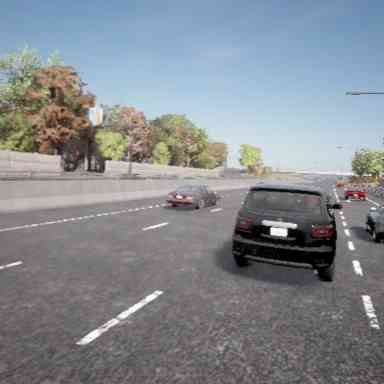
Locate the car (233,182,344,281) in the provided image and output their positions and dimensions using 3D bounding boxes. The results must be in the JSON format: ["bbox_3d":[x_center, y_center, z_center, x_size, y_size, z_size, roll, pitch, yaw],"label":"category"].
[{"bbox_3d":[2.746,0.785,9.033,2.150,2.045,5.566,4,4,23],"label":"car"}]

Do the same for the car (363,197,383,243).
[{"bbox_3d":[8.102,1.162,13.091,1.994,1.385,4.181,4,4,23],"label":"car"}]

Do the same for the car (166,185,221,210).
[{"bbox_3d":[0.260,0.247,21.205,2.033,1.411,5.357,4,4,23],"label":"car"}]

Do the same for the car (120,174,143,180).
[{"bbox_3d":[-9.526,-2.126,52.411,1.994,1.385,4.181,4,4,23],"label":"car"}]

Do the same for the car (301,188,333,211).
[{"bbox_3d":[9.671,0.490,25.575,1.994,1.385,4.181,4,4,23],"label":"car"}]

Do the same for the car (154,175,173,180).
[{"bbox_3d":[-3.269,-1.652,49.295,1.812,1.442,4.674,4,3,23],"label":"car"}]

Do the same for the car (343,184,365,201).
[{"bbox_3d":[18.429,0.133,37.655,1.882,1.535,5.008,4,4,23],"label":"car"}]

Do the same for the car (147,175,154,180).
[{"bbox_3d":[-5.420,-2.030,53.159,2.128,1.511,4.902,4,4,23],"label":"car"}]

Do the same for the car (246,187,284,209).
[{"bbox_3d":[5.601,0.355,24.908,1.895,1.301,4.718,4,4,23],"label":"car"}]

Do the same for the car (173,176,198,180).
[{"bbox_3d":[-0.460,-1.384,46.978,1.837,1.490,4.892,4,3,23],"label":"car"}]
